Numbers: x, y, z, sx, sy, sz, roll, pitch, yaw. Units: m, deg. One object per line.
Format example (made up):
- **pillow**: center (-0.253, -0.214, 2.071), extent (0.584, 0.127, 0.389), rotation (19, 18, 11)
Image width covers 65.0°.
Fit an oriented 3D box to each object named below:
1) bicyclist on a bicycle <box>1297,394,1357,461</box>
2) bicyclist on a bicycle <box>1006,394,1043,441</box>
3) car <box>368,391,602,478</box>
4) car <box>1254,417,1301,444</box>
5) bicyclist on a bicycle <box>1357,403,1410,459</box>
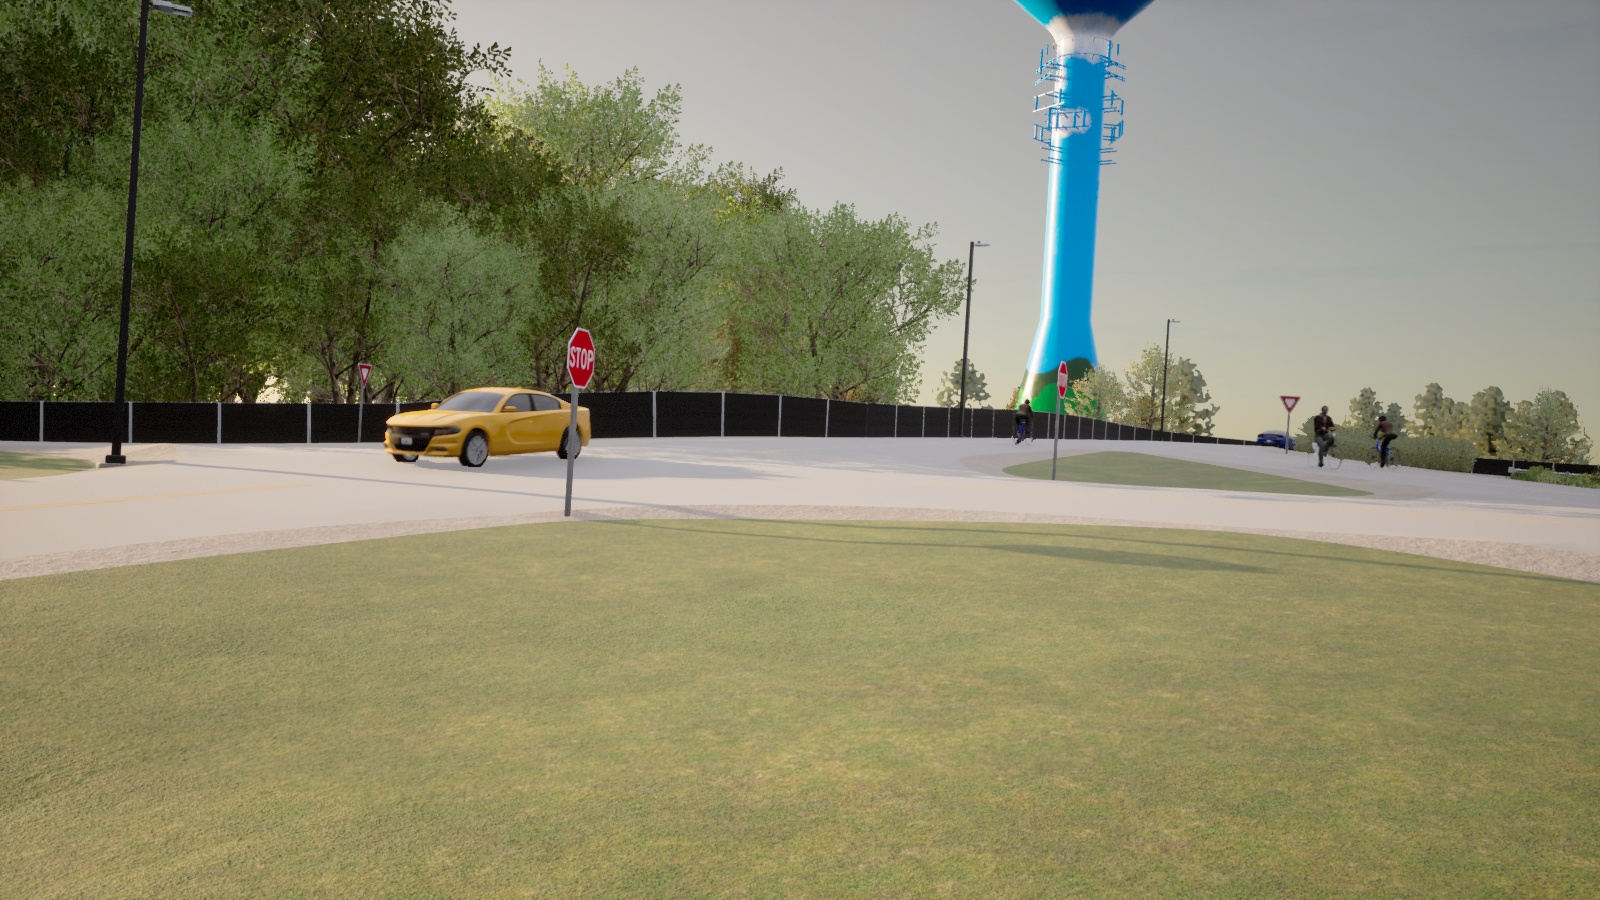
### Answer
- **bicyclist on a bicycle**: center (14.475, -0.645, 34.536), extent (0.659, 1.776, 1.843), rotation (2, 2, -5)
- **bicyclist on a bicycle**: center (7.876, -1.128, 44.046), extent (0.582, 1.620, 1.656), rotation (3, 2, 35)
- **car**: center (-6.254, -0.402, 25.619), extent (1.882, 1.535, 5.008), rotation (2, 4, 25)
- **car**: center (32.875, -1.313, 86.374), extent (1.882, 1.535, 5.008), rotation (2, -1, 34)
- **bicyclist on a bicycle**: center (17.619, -0.589, 37.981), extent (0.582, 1.620, 1.656), rotation (2, 2, -7)
